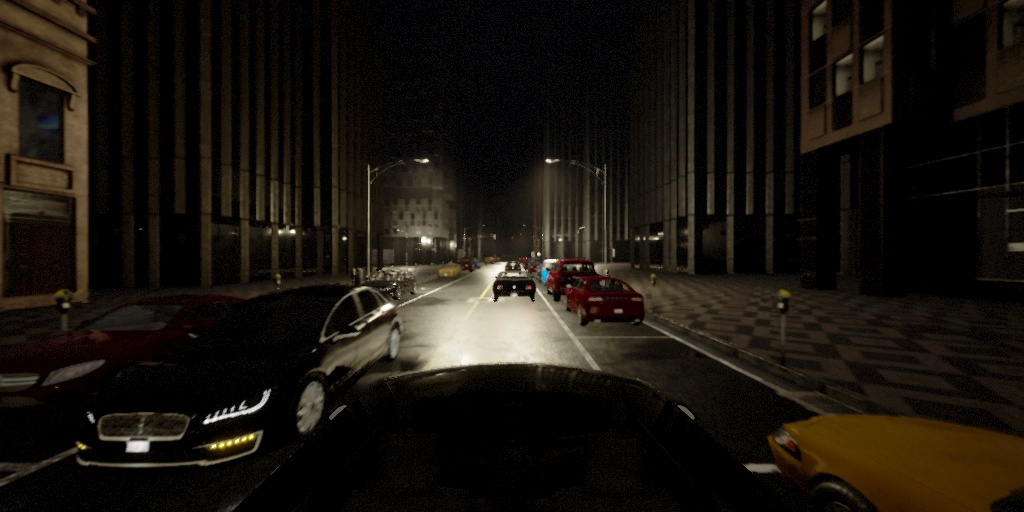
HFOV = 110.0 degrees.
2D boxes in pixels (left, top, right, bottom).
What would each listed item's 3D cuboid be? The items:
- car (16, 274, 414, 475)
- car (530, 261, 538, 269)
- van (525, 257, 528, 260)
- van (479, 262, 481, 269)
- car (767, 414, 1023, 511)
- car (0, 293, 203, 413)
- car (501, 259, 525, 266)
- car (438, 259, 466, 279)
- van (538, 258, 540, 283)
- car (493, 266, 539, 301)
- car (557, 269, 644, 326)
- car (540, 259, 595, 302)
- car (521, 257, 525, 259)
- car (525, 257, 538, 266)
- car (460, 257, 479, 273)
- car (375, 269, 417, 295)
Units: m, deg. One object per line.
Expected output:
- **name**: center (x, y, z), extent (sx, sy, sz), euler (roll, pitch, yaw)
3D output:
- **car**: center (-3.098, 1.252, 5.370), extent (1.837, 1.490, 4.892), euler (0, 1, 0)
- **car**: center (2.771, 1.319, 28.148), extent (2.007, 1.370, 4.403), euler (0, 0, 0)
- **van**: center (2.768, 1.122, 44.723), extent (1.690, 1.789, 3.998), euler (0, 0, 0)
- **van**: center (-5.763, 1.126, 50.261), extent (1.690, 1.789, 3.998), euler (0, 0, 0)
- **car**: center (2.776, 1.275, 0.690), extent (1.751, 1.417, 4.829), euler (0, 0, 0)
- **car**: center (-5.772, 1.335, 6.062), extent (1.802, 1.307, 4.207), euler (0, 0, 0)
- **car**: center (0.103, 1.325, 39.823), extent (2.033, 1.411, 5.357), euler (0, 0, 0)
- **car**: center (-5.766, 1.298, 33.517), extent (1.751, 1.417, 4.829), euler (0, 0, 0)
- **van**: center (2.772, 1.106, 22.622), extent (1.690, 1.789, 3.998), euler (0, 0, 0)
- **car**: center (0.101, 1.362, 17.425), extent (1.895, 1.301, 4.718), euler (0, 0, 0)
- **car**: center (2.774, 1.302, 11.571), extent (1.888, 1.381, 4.507), euler (0, 0, 0)
- **car**: center (2.773, 1.075, 17.096), extent (2.192, 1.841, 5.009), euler (0, 0, 0)
- **car**: center (2.766, 1.100, 50.249), extent (2.192, 1.841, 5.009), euler (0, 0, 0)
- **car**: center (2.769, 1.217, 39.199), extent (1.967, 1.591, 4.097), euler (0, 0, 0)
- **car**: center (-5.764, 1.096, 44.736), extent (2.192, 1.841, 5.009), euler (0, 0, 0)
- **car**: center (-5.769, 1.311, 17.112), extent (2.007, 1.370, 4.403), euler (0, 0, 0)
